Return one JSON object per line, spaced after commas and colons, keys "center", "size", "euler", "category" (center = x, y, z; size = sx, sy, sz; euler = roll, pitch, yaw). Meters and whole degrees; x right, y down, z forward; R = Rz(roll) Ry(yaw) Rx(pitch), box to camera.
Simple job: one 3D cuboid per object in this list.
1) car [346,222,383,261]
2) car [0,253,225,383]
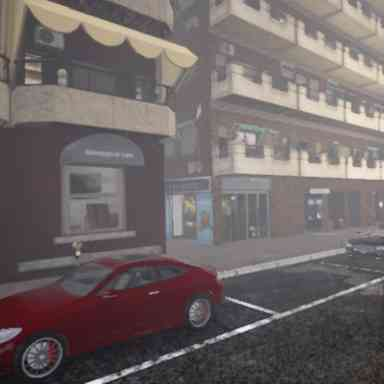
{"center": [7.486, 1.820, 12.627], "size": [4.403, 1.369, 2.008], "euler": [1, -3, -39], "category": "car"}
{"center": [-1.270, 1.755, 5.637], "size": [4.206, 1.307, 1.802], "euler": [1, -3, -39], "category": "car"}
